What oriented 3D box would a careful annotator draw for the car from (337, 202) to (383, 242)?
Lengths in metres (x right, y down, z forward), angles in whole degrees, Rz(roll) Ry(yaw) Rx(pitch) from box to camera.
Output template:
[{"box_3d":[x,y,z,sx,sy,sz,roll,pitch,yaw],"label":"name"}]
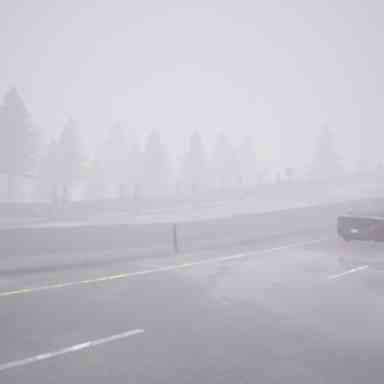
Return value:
[{"box_3d":[8.100,1.169,13.886,5.008,1.535,1.882,-4,2,-35],"label":"car"}]
